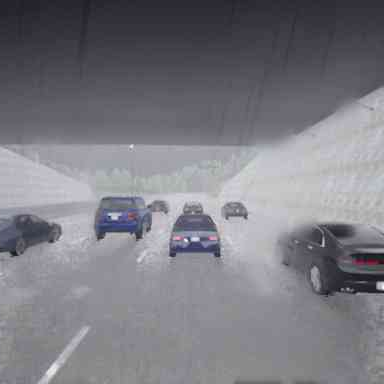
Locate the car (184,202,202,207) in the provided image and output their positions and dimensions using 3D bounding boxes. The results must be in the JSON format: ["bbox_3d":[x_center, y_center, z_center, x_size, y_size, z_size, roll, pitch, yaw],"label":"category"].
[{"bbox_3d":[0.099,1.608,32.612,1.895,1.301,4.718,0,0,0],"label":"car"}]

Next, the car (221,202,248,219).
[{"bbox_3d":[3.601,1.554,28.671,2.033,1.411,5.357,0,0,0],"label":"car"}]

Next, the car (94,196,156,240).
[{"bbox_3d":[-3.398,1.226,17.249,2.150,2.045,5.566,0,0,0],"label":"car"}]

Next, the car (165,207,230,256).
[{"bbox_3d":[0.102,1.550,13.100,2.033,1.411,5.357,0,0,0],"label":"car"}]

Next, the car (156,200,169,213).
[{"bbox_3d":[-3.418,1.534,35.163,1.812,1.442,4.674,0,0,0],"label":"car"}]

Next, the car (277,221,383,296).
[{"bbox_3d":[3.601,1.507,8.641,1.837,1.490,4.892,0,0,0],"label":"car"}]

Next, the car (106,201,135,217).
[{"bbox_3d":[-6.902,1.608,32.612,1.895,1.301,4.718,0,0,0],"label":"car"}]

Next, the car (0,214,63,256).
[{"bbox_3d":[-6.898,1.551,12.983,2.033,1.411,5.357,0,0,0],"label":"car"}]
